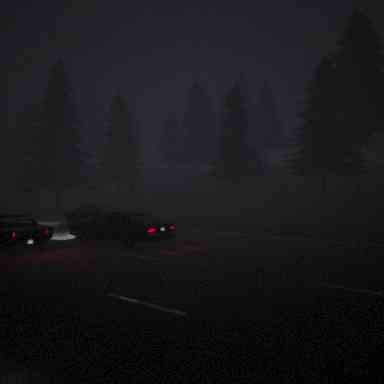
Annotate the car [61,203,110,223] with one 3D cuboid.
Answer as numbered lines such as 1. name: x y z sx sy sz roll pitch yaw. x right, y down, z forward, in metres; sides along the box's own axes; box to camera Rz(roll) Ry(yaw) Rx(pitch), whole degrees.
1. car: -6.467 1.483 21.499 5.008 1.535 1.882 0 0 36

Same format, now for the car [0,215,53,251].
1. car: -7.966 1.605 13.970 4.718 1.301 1.895 0 0 36

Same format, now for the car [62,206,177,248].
1. car: -3.217 1.551 14.879 5.357 1.411 2.033 0 0 36
